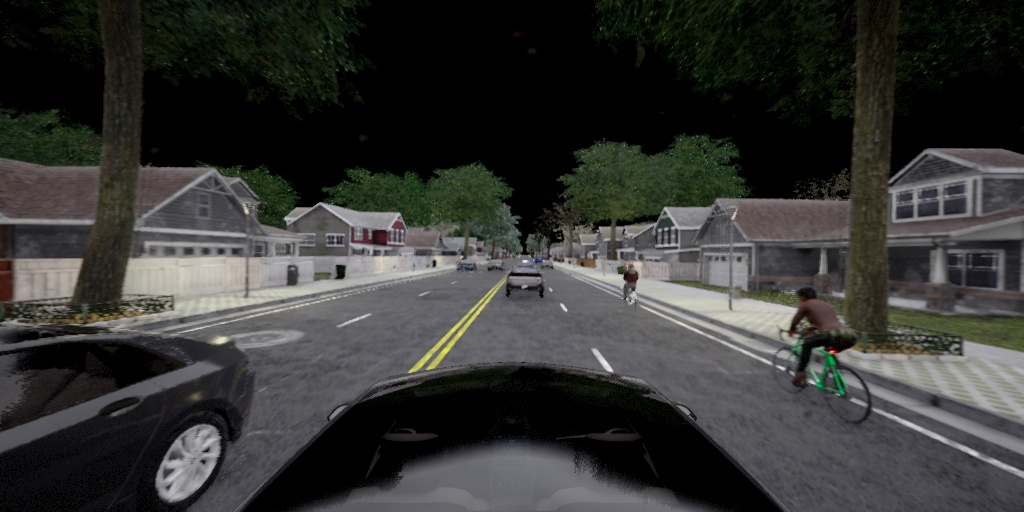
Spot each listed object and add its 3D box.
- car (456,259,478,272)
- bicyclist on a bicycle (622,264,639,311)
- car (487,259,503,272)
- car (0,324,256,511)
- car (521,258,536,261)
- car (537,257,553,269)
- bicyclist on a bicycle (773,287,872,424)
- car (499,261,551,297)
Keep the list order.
[{"bbox_3d":[-5.151,1.098,41.742,2.033,1.411,5.357,1,0,2],"label":"car"},{"bbox_3d":[4.536,1.168,13.881,0.659,1.776,1.843,1,1,2],"label":"bicyclist on a bicycle"},{"bbox_3d":[-1.851,1.113,42.844,1.837,1.490,4.892,1,0,2],"label":"car"},{"bbox_3d":[-3.441,1.194,1.439,1.837,1.490,4.892,1,0,2],"label":"car"},{"bbox_3d":[1.895,1.205,50.821,2.033,1.411,5.357,1,0,2],"label":"car"},{"bbox_3d":[5.318,1.259,55.336,2.033,1.411,5.357,1,0,2],"label":"car"},{"bbox_3d":[4.194,1.269,4.965,0.582,1.620,1.656,1,0,2],"label":"bicyclist on a bicycle"},{"bbox_3d":[0.677,1.206,18.867,2.128,1.511,4.902,1,0,2],"label":"car"}]
